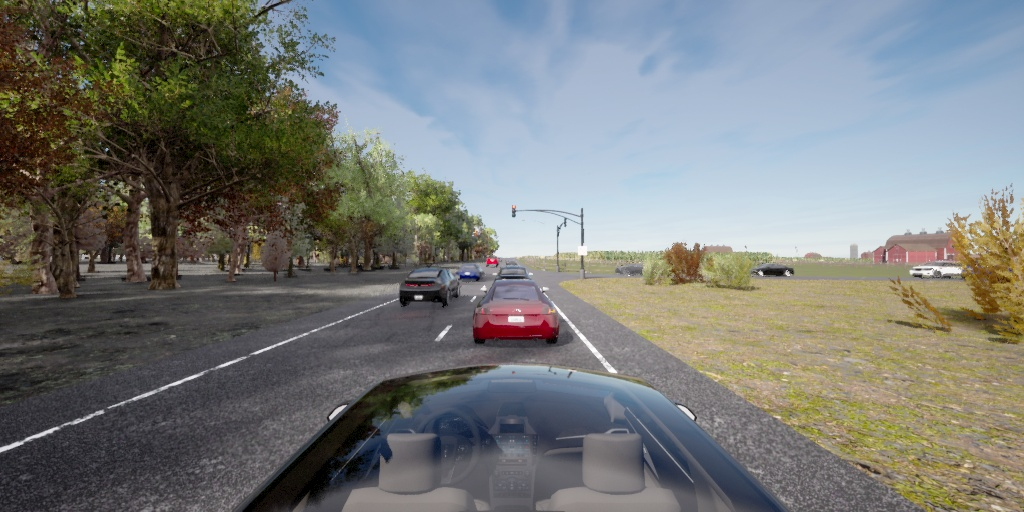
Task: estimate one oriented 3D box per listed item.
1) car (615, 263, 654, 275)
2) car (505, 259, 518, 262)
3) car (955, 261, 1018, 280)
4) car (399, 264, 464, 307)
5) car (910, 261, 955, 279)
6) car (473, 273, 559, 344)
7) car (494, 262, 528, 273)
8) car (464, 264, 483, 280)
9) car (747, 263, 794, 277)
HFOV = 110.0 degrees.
[{"bbox_3d":[14.051,1.529,41.193,4.181,1.385,1.994,1,-1,2],"label":"car"},{"bbox_3d":[-0.085,1.246,59.676,2.128,1.511,4.902,0,0,0],"label":"car"},{"bbox_3d":[50.587,1.522,37.372,5.566,2.045,2.150,1,-1,1],"label":"car"},{"bbox_3d":[-3.445,1.259,15.607,1.837,1.490,4.892,0,0,0],"label":"car"},{"bbox_3d":[49.067,1.567,40.928,5.566,2.045,2.150,1,-1,1],"label":"car"},{"bbox_3d":[0.075,1.316,9.638,1.994,1.385,4.181,0,0,0],"label":"car"},{"bbox_3d":[0.049,1.259,18.550,1.837,1.490,4.892,0,0,0],"label":"car"},{"bbox_3d":[-3.494,1.320,29.969,1.994,1.385,4.181,0,0,0],"label":"car"},{"bbox_3d":[29.373,1.607,41.004,5.008,1.535,1.882,1,-1,0],"label":"car"}]
